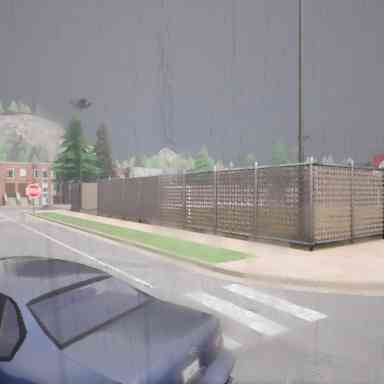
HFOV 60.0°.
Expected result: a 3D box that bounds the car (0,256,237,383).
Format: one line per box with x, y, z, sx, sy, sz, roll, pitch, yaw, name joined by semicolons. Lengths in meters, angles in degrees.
-2.212;1.547;3.998;5.357;1.411;2.033;0;1;28;car
